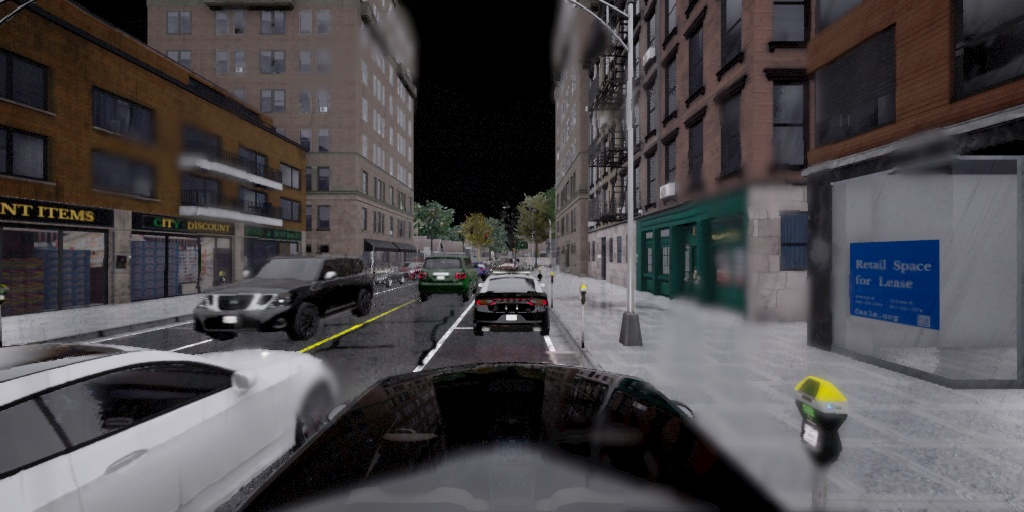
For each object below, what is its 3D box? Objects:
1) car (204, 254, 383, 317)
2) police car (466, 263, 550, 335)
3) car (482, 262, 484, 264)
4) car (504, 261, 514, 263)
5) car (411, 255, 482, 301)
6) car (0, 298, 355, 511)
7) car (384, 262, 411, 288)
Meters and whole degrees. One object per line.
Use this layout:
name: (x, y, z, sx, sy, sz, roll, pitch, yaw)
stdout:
car: (-5.869, 0.971, 10.253, 2.150, 2.045, 5.566, 0, 0, 0)
police car: (-0.012, 1.175, 10.610, 1.930, 1.638, 5.238, 0, 0, 0)
car: (-3.027, 1.283, 32.076, 1.812, 1.442, 4.674, 0, 0, 0)
car: (-0.383, 1.281, 29.411, 1.751, 1.417, 4.829, 0, 0, 0)
car: (-2.918, 0.973, 17.408, 2.150, 2.045, 5.566, 0, 0, 0)
car: (-2.922, 1.276, 2.186, 1.812, 1.442, 4.674, 0, 0, 0)
car: (-8.408, 1.303, 23.719, 2.007, 1.370, 4.403, 0, 0, 0)
